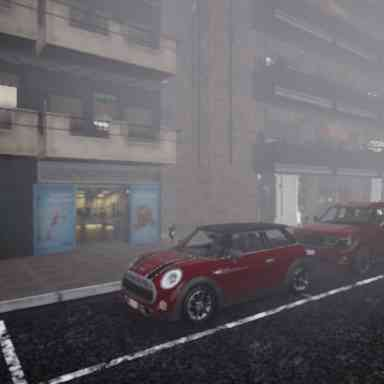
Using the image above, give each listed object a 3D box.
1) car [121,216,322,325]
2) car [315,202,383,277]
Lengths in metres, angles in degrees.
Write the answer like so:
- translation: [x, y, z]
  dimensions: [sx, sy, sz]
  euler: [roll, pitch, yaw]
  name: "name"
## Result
- translation: [0.597, 1.415, 6.993]
  dimensions: [4.097, 1.590, 1.967]
  euler: [0, 0, -36]
  name: "car"
- translation: [5.177, 1.253, 10.276]
  dimensions: [5.009, 1.841, 2.192]
  euler: [0, 0, -36]
  name: "car"
